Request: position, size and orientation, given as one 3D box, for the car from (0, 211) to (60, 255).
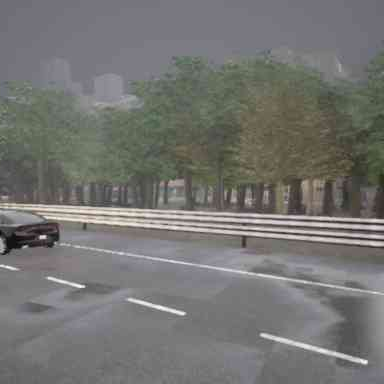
[{"bbox_3d":[-7.411,1.497,13.467,5.008,1.535,1.882,0,0,36],"label":"car"}]
